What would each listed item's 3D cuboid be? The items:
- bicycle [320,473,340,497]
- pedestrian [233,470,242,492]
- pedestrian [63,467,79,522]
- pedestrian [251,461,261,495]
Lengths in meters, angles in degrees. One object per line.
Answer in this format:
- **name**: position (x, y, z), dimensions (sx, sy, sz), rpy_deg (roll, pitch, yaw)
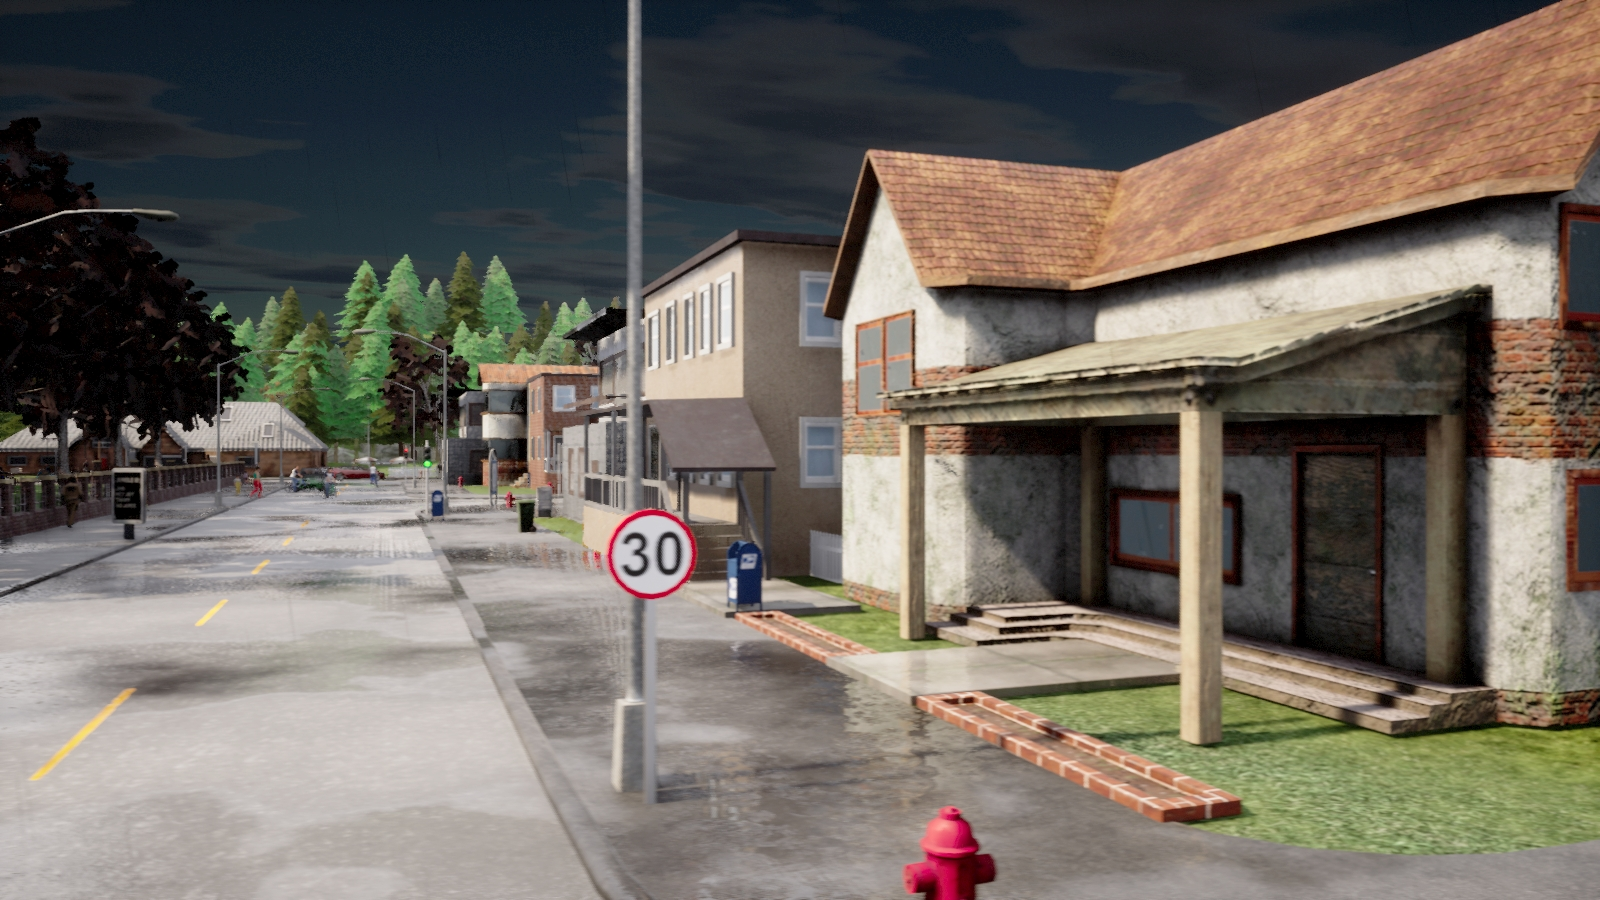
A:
- **bicycle**: position (-26.066, 1.936, 63.383), dimensions (1.643, 1.296, 0.373), rpy_deg (1, -1, 44)
- **pedestrian**: position (-33.012, 1.804, 67.046), dimensions (0.375, 1.300, 0.375), rpy_deg (0, 0, 39)
- **pedestrian**: position (-25.134, 1.525, 39.400), dimensions (0.375, 1.860, 0.375), rpy_deg (0, 0, -20)
- **pedestrian**: position (-30.216, 1.550, 63.418), dimensions (0.375, 1.860, 0.375), rpy_deg (0, 0, 39)
